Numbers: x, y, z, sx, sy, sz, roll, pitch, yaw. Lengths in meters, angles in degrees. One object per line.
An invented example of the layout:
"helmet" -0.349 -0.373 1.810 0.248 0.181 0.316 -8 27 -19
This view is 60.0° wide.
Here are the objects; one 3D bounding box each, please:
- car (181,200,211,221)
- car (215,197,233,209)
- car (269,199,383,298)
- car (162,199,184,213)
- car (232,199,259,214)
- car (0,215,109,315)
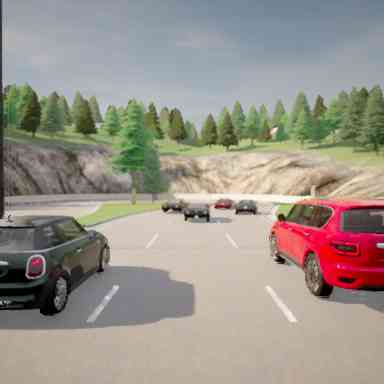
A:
"car" 0.504 1.462 25.710 1.895 1.301 4.718 0 0 4
"car" 4.120 1.344 40.773 1.994 1.385 4.181 0 0 16
"car" 3.600 1.175 8.547 2.150 2.045 5.566 0 0 0
"car" -1.458 1.417 33.983 1.895 1.301 4.718 0 0 15
"car" 5.476 1.387 32.732 1.994 1.385 4.181 0 0 15
"car" -3.400 1.310 7.631 2.097 1.767 4.553 0 0 0
